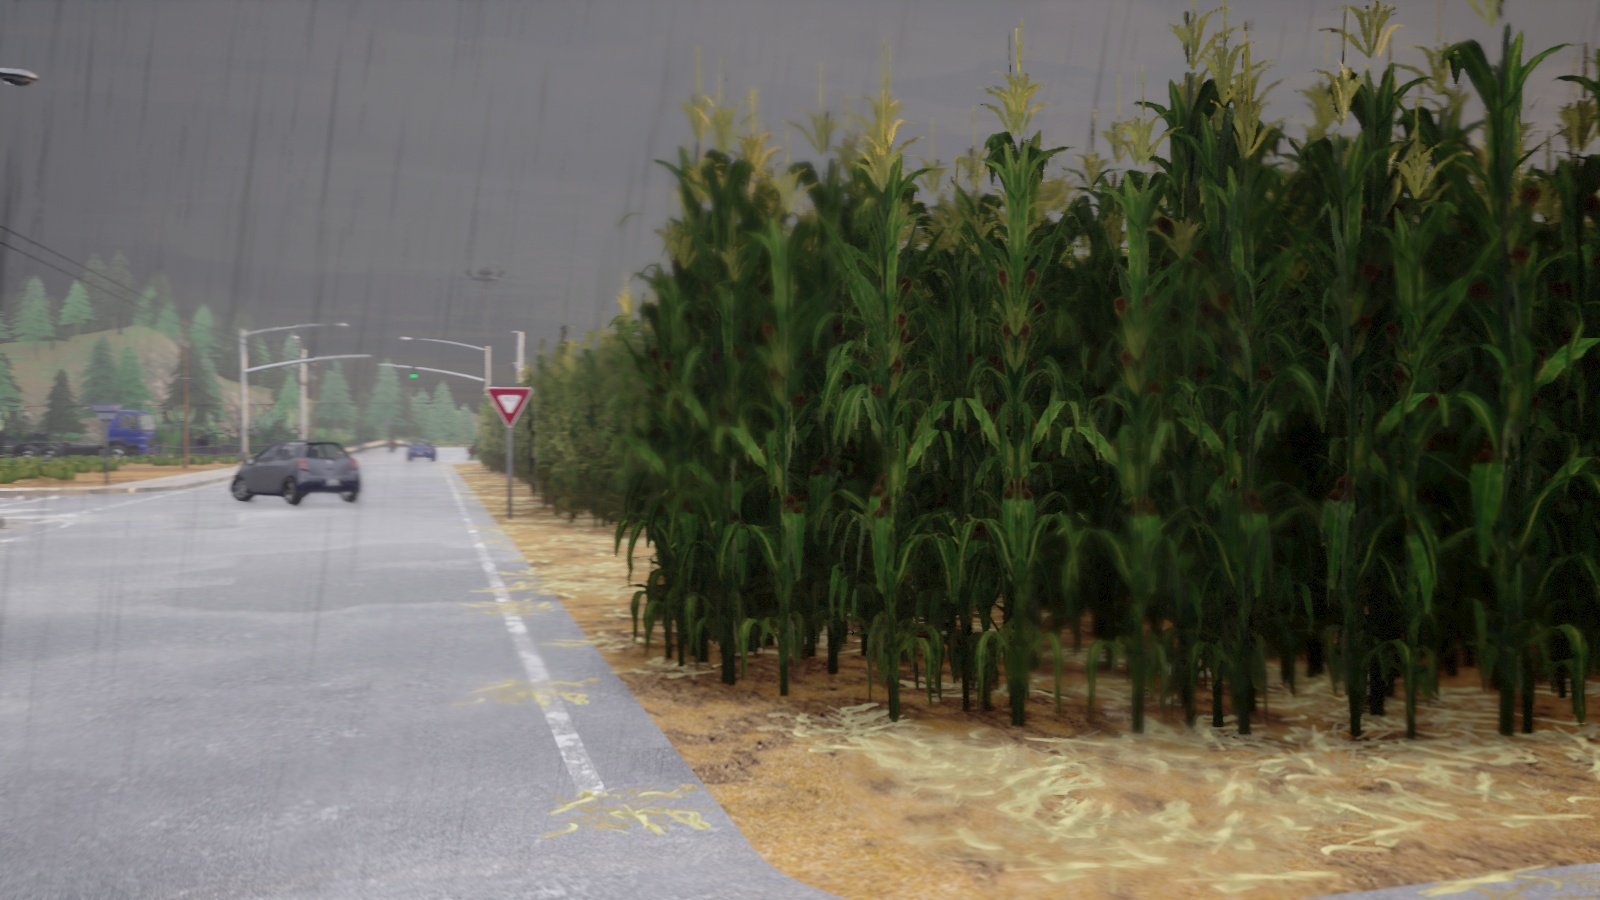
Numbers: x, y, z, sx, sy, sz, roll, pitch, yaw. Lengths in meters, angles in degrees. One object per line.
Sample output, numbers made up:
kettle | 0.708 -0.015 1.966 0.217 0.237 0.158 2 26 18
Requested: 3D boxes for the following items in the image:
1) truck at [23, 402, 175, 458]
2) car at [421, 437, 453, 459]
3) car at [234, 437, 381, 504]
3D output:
truck | -44.264 -1.227 79.520 7.936 3.462 2.891 0 1 -13
car | -24.794 -0.158 85.895 1.816 1.474 4.193 0 1 -13
car | -12.053 0.464 30.663 3.633 1.501 1.845 1 0 41
